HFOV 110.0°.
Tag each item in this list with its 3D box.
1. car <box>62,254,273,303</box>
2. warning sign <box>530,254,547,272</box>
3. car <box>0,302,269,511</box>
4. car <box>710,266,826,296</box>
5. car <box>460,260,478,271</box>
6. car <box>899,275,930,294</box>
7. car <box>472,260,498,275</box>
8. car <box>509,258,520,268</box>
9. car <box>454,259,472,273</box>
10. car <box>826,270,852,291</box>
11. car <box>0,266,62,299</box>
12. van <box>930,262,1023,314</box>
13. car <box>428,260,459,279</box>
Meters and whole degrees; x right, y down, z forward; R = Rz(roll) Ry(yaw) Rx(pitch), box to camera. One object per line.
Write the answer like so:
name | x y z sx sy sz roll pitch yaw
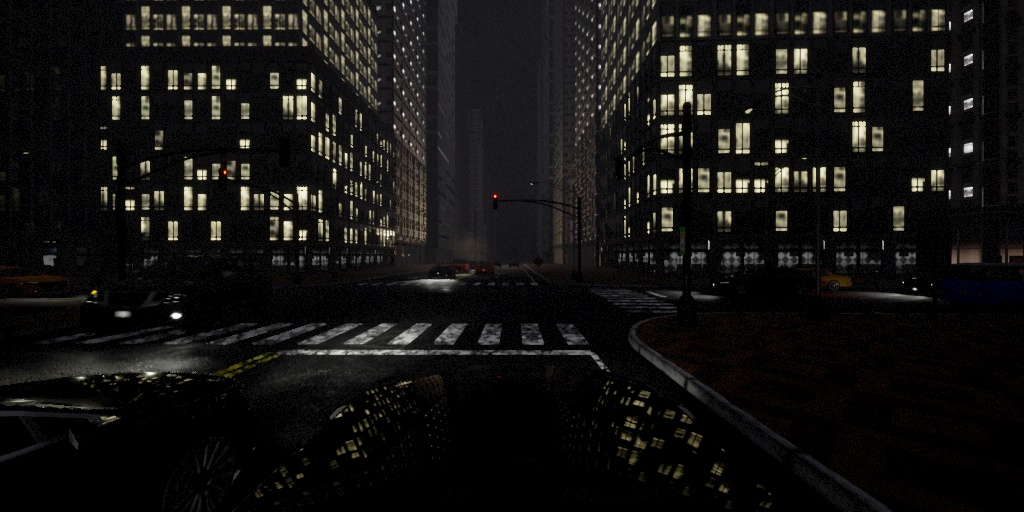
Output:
car | -9.435 0.974 10.905 2.150 2.045 5.566 2 0 -12
warning sign | 3.033 0.912 41.321 1.300 1.860 1.060 0 0 0
car | -3.155 1.241 1.132 2.128 1.511 4.902 0 0 0
car | 13.064 1.274 18.836 4.892 1.490 1.837 0 0 2
car | -6.354 1.377 53.825 2.033 1.411 5.357 0 0 0
car | 23.464 1.324 18.412 5.357 1.411 2.033 0 0 2
car | -2.952 1.271 39.915 1.882 1.535 5.008 0 0 0
car | 0.390 1.359 64.826 2.128 1.511 4.902 0 0 1
car | -6.407 1.154 43.328 2.097 1.767 4.553 0 0 0
car | 17.177 1.294 21.268 4.829 1.417 1.751 0 0 2
car | -24.330 1.236 17.176 5.008 1.535 1.882 0 0 1
van | 18.409 1.120 13.090 3.998 1.789 1.690 0 0 2
car | -6.453 1.345 33.331 1.994 1.385 4.181 0 0 0
